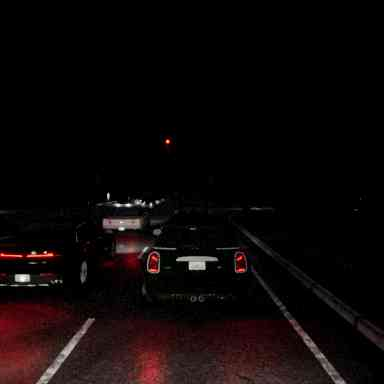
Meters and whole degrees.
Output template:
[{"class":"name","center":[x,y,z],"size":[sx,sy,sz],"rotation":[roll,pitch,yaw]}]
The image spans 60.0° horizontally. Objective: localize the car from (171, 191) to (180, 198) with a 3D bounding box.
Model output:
[{"class":"car","center":[-4.146,0.682,85.372],"size":[1.882,1.535,5.008],"rotation":[0,1,-4]}]

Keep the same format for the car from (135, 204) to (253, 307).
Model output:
[{"class":"car","center":[0.087,1.323,8.068],"size":[2.097,1.767,4.553],"rotation":[0,0,0]}]

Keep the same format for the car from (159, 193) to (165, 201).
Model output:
[{"class":"car","center":[-7.176,1.006,66.063],"size":[2.033,1.411,5.357],"rotation":[0,1,1]}]

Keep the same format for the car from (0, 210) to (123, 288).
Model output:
[{"class":"car","center":[-3.416,1.468,9.120],"size":[1.837,1.490,4.892],"rotation":[0,0,0]}]

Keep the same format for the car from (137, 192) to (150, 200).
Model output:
[{"class":"car","center":[-10.737,0.895,73.512],"size":[2.128,1.511,4.902],"rotation":[0,1,-1]}]

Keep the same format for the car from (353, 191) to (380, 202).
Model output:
[{"class":"car","center":[21.874,0.922,39.711],"size":[5.566,2.045,2.150],"rotation":[0,1,-3]}]

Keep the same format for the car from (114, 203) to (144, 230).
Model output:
[{"class":"car","center":[-3.437,1.487,18.441],"size":[1.895,1.301,4.718],"rotation":[0,0,0]}]

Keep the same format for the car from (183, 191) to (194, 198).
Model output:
[{"class":"car","center":[-0.686,0.709,86.072],"size":[1.812,1.442,4.674],"rotation":[0,1,-4]}]

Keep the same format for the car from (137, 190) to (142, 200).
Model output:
[{"class":"car","center":[-10.686,0.710,63.287],"size":[2.150,2.045,5.566],"rotation":[0,1,0]}]

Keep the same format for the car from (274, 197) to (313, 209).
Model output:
[{"class":"car","center":[12.124,1.307,39.143],"size":[4.718,1.301,1.895],"rotation":[0,1,-3]}]

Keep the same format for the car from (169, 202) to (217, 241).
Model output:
[{"class":"car","center":[0.060,1.388,17.264],"size":[2.128,1.511,4.902],"rotation":[0,0,1]}]

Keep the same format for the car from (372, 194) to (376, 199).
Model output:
[{"class":"car","center":[22.795,1.224,36.062],"size":[4.902,1.511,2.128],"rotation":[0,1,-3]}]

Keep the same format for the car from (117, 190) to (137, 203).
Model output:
[{"class":"car","center":[-10.699,0.929,53.847],"size":[2.097,1.767,4.553],"rotation":[0,0,0]}]

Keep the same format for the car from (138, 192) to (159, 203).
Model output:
[{"class":"car","center":[-7.204,1.106,55.995],"size":[2.033,1.411,5.357],"rotation":[0,1,0]}]

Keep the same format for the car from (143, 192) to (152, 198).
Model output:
[{"class":"car","center":[-11.073,0.750,83.734],"size":[1.812,1.442,4.674],"rotation":[0,1,-2]}]

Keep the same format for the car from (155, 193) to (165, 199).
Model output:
[{"class":"car","center":[-7.307,0.871,76.490],"size":[2.033,1.411,5.357],"rotation":[0,1,-1]}]
